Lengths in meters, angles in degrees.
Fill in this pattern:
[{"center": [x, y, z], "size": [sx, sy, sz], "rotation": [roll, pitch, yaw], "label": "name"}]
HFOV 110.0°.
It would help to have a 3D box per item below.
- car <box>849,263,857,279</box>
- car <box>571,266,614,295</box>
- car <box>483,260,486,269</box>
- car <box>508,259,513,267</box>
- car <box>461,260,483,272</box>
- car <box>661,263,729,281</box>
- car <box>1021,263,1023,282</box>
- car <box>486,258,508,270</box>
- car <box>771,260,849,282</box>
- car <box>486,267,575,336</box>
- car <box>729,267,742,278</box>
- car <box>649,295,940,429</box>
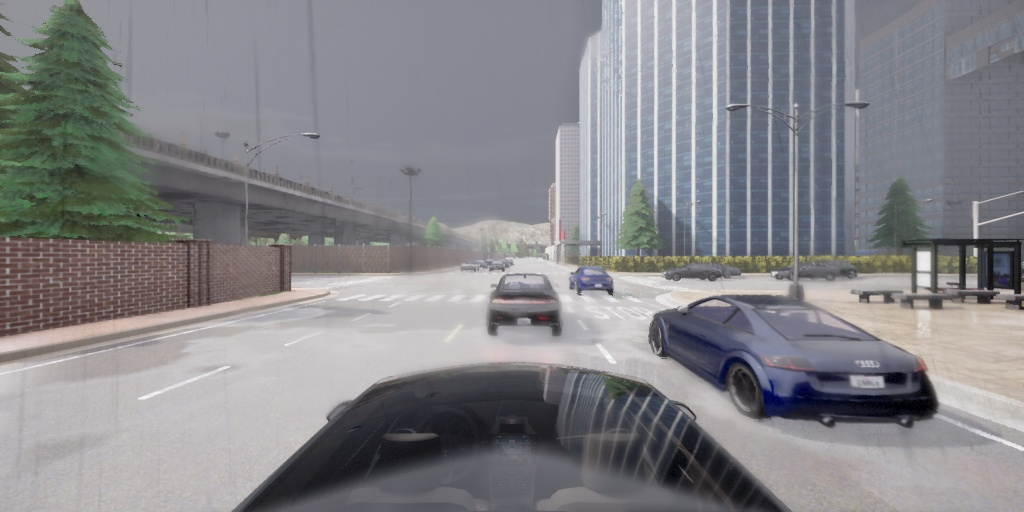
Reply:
[{"center": [28.552, 1.159, 32.817], "size": [4.553, 1.767, 2.097], "rotation": [0, 0, 2], "label": "car"}, {"center": [4.260, 1.278, 19.571], "size": [1.812, 1.442, 4.674], "rotation": [0, 0, 2], "label": "car"}, {"center": [-4.969, 1.276, 55.885], "size": [1.812, 1.442, 4.674], "rotation": [0, 0, 2], "label": "car"}, {"center": [-1.364, 1.297, 58.418], "size": [2.033, 1.411, 5.357], "rotation": [0, 0, 2], "label": "car"}, {"center": [-5.361, 1.351, 46.316], "size": [1.895, 1.301, 4.718], "rotation": [0, 0, 2], "label": "car"}, {"center": [14.954, 1.331, 29.875], "size": [4.674, 1.442, 1.812], "rotation": [0, 0, 3], "label": "car"}, {"center": [41.291, 1.311, 28.733], "size": [4.892, 1.490, 1.837], "rotation": [0, 0, 3], "label": "car"}, {"center": [-1.848, 1.276, 46.525], "size": [1.812, 1.442, 4.674], "rotation": [0, 0, 2], "label": "car"}, {"center": [24.074, 1.296, 29.507], "size": [4.902, 1.511, 2.128], "rotation": [0, 0, 2], "label": "car"}, {"center": [0.372, 1.242, 10.369], "size": [2.128, 1.511, 4.902], "rotation": [0, 0, 2], "label": "car"}, {"center": [18.170, 1.353, 33.257], "size": [5.357, 1.411, 2.033], "rotation": [0, 0, 2], "label": "car"}, {"center": [3.827, 1.314, 5.836], "size": [1.994, 1.385, 4.181], "rotation": [0, 0, 1], "label": "car"}]
